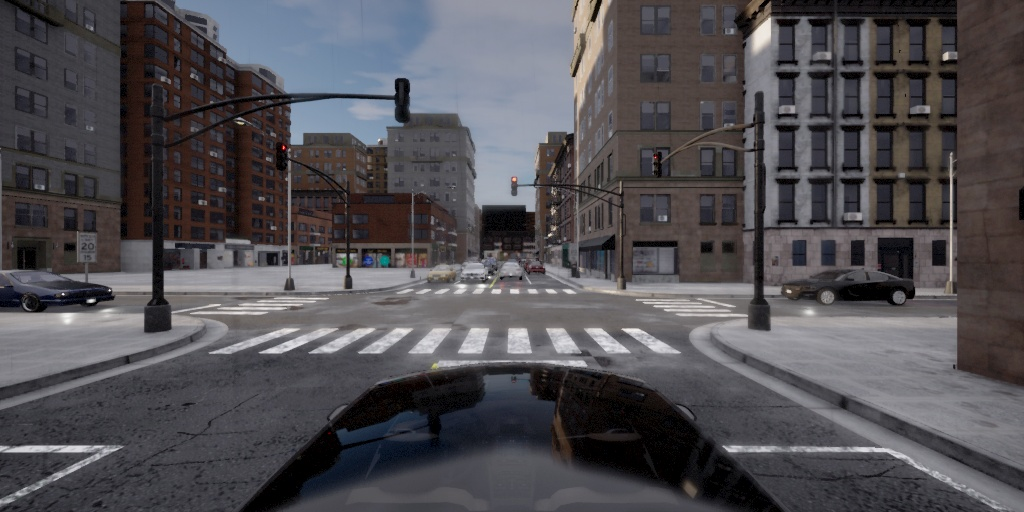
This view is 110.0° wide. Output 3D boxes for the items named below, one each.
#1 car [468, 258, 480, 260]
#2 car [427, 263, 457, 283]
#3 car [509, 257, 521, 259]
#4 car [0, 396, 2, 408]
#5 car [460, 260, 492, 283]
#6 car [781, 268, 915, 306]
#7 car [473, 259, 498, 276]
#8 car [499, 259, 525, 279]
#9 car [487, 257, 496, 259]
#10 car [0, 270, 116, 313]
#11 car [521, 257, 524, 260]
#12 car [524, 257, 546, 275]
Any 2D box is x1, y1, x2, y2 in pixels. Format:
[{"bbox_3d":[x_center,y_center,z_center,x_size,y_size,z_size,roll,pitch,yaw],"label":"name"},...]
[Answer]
[{"bbox_3d":[-5.413,1.303,45.101,2.007,1.370,4.403,0,0,0],"label":"car"},{"bbox_3d":[-5.403,1.276,27.945,1.751,1.417,4.829,0,0,0],"label":"car"},{"bbox_3d":[0.068,1.105,55.560,2.097,1.767,4.553,0,0,0],"label":"car"},{"bbox_3d":[-5.388,1.300,1.270,2.007,1.370,4.403,0,0,0],"label":"car"},{"bbox_3d":[-2.862,1.276,28.086,1.812,1.442,4.674,0,0,0],"label":"car"},{"bbox_3d":[14.764,1.310,15.921,5.008,1.535,1.882,0,0,-1],"label":"car"},{"bbox_3d":[-2.858,1.315,37.879,1.994,1.385,4.181,0,0,1],"label":"car"},{"bbox_3d":[-0.029,1.277,31.858,1.812,1.442,4.674,0,0,1],"label":"car"},{"bbox_3d":[-2.862,1.244,48.075,2.128,1.511,4.902,0,0,0],"label":"car"},{"bbox_3d":[-17.810,1.215,12.912,5.357,1.411,2.033,0,0,0],"label":"car"},{"bbox_3d":[2.612,1.067,45.105,2.192,1.841,5.009,0,0,0],"label":"car"},{"bbox_3d":[2.616,1.191,39.443,1.967,1.591,4.097,0,0,0],"label":"car"}]
